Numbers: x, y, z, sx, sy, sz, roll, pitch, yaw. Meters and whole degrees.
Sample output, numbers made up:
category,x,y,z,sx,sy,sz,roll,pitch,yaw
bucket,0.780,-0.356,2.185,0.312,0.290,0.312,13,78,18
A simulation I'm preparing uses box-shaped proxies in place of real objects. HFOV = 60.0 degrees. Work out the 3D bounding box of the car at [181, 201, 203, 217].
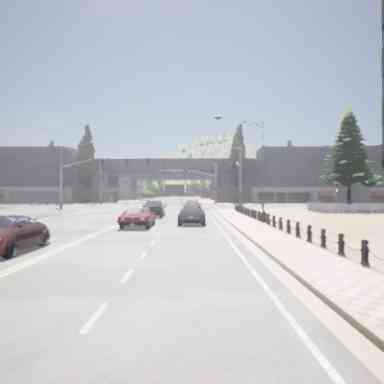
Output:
category,x,y,z,sx,sy,sz,roll,pitch,yaw
car,0.026,1.624,33.173,2.033,1.411,5.357,0,0,1

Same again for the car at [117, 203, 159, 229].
category,x,y,z,sx,sy,sz,roll,pitch,yaw
car,-3.496,1.652,21.816,1.895,1.301,4.718,0,0,0

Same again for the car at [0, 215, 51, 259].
category,x,y,z,sx,sy,sz,roll,pitch,yaw
car,-7.074,1.594,12.586,1.994,1.385,4.181,0,0,1

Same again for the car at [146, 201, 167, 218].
category,x,y,z,sx,sy,sz,roll,pitch,yaw
car,-3.494,1.576,30.763,1.837,1.490,4.892,0,0,0

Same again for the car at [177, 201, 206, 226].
category,x,y,z,sx,sy,sz,roll,pitch,yaw
car,0.018,1.619,23.935,1.994,1.385,4.181,0,0,2
